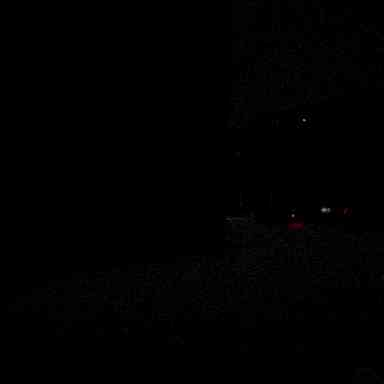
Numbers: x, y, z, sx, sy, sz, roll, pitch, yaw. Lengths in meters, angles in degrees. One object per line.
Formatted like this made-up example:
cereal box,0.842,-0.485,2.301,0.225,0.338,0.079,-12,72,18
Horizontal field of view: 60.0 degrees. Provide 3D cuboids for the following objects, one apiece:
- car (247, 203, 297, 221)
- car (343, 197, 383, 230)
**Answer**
car,7.127,1.770,30.085,1.837,1.490,4.892,1,-2,-35
car,11.462,1.285,18.775,2.150,2.045,5.566,1,-2,-35
